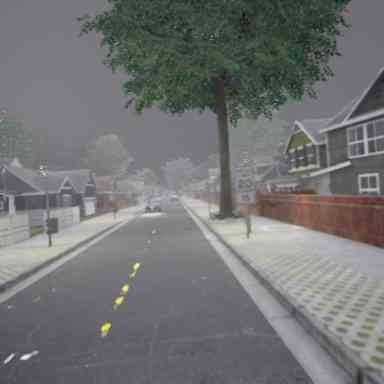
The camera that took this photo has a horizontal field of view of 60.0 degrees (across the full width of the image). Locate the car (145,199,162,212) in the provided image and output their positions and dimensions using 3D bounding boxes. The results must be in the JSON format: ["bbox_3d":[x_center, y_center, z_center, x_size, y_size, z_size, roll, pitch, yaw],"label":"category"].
[{"bbox_3d":[-4.971,1.736,43.083,2.128,1.511,4.902,-4,0,-3],"label":"car"}]

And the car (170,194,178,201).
[{"bbox_3d":[-4.762,1.436,88.921,2.033,1.411,5.357,-4,0,-3],"label":"car"}]

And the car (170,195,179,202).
[{"bbox_3d":[-4.201,1.544,78.931,1.812,1.442,4.674,-4,0,-3],"label":"car"}]
